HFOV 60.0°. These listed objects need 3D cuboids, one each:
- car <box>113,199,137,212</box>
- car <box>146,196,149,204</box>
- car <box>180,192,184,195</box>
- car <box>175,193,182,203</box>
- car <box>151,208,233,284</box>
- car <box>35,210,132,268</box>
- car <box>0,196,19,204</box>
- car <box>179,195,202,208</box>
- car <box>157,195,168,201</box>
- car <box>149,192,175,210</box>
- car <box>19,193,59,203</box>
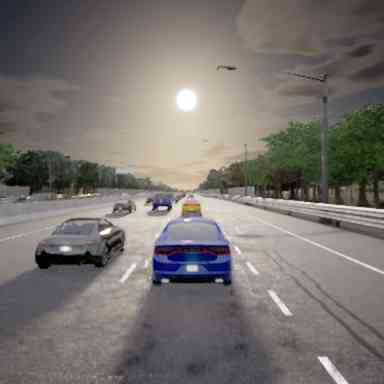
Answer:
[{"bbox_3d":[-7.050,1.454,34.989,1.812,1.442,4.674,0,0,0],"label":"car"},{"bbox_3d":[-7.130,1.407,60.484,1.837,1.490,4.892,0,0,0],"label":"car"},{"bbox_3d":[-3.716,1.378,88.548,1.837,1.490,4.892,0,0,0],"label":"car"},{"bbox_3d":[-3.646,1.457,66.408,1.994,1.385,4.181,0,0,0],"label":"car"},{"bbox_3d":[0.004,1.452,9.487,1.882,1.535,5.008,0,0,0],"label":"car"},{"bbox_3d":[-3.497,1.536,11.189,1.994,1.385,4.181,0,0,0],"label":"car"},{"bbox_3d":[-21.131,1.281,39.457,2.097,1.767,4.553,0,0,0],"label":"car"},{"bbox_3d":[-0.045,1.405,33.275,1.882,1.535,5.008,0,0,0],"label":"car"},{"bbox_3d":[-7.195,1.409,81.763,2.128,1.511,4.902,0,0,0],"label":"car"},{"bbox_3d":[-3.568,1.141,40.979,2.150,2.045,5.566,0,0,0],"label":"car"},{"bbox_3d":[-17.635,1.148,39.264,2.150,2.045,5.566,0,0,0],"label":"car"}]
